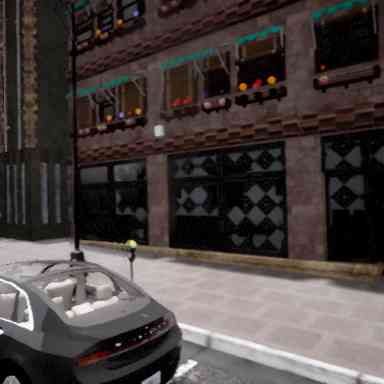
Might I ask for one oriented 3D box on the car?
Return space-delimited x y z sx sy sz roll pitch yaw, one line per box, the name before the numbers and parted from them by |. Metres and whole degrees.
car | -2.167 1.597 4.434 4.403 1.369 2.008 -1 -1 35
